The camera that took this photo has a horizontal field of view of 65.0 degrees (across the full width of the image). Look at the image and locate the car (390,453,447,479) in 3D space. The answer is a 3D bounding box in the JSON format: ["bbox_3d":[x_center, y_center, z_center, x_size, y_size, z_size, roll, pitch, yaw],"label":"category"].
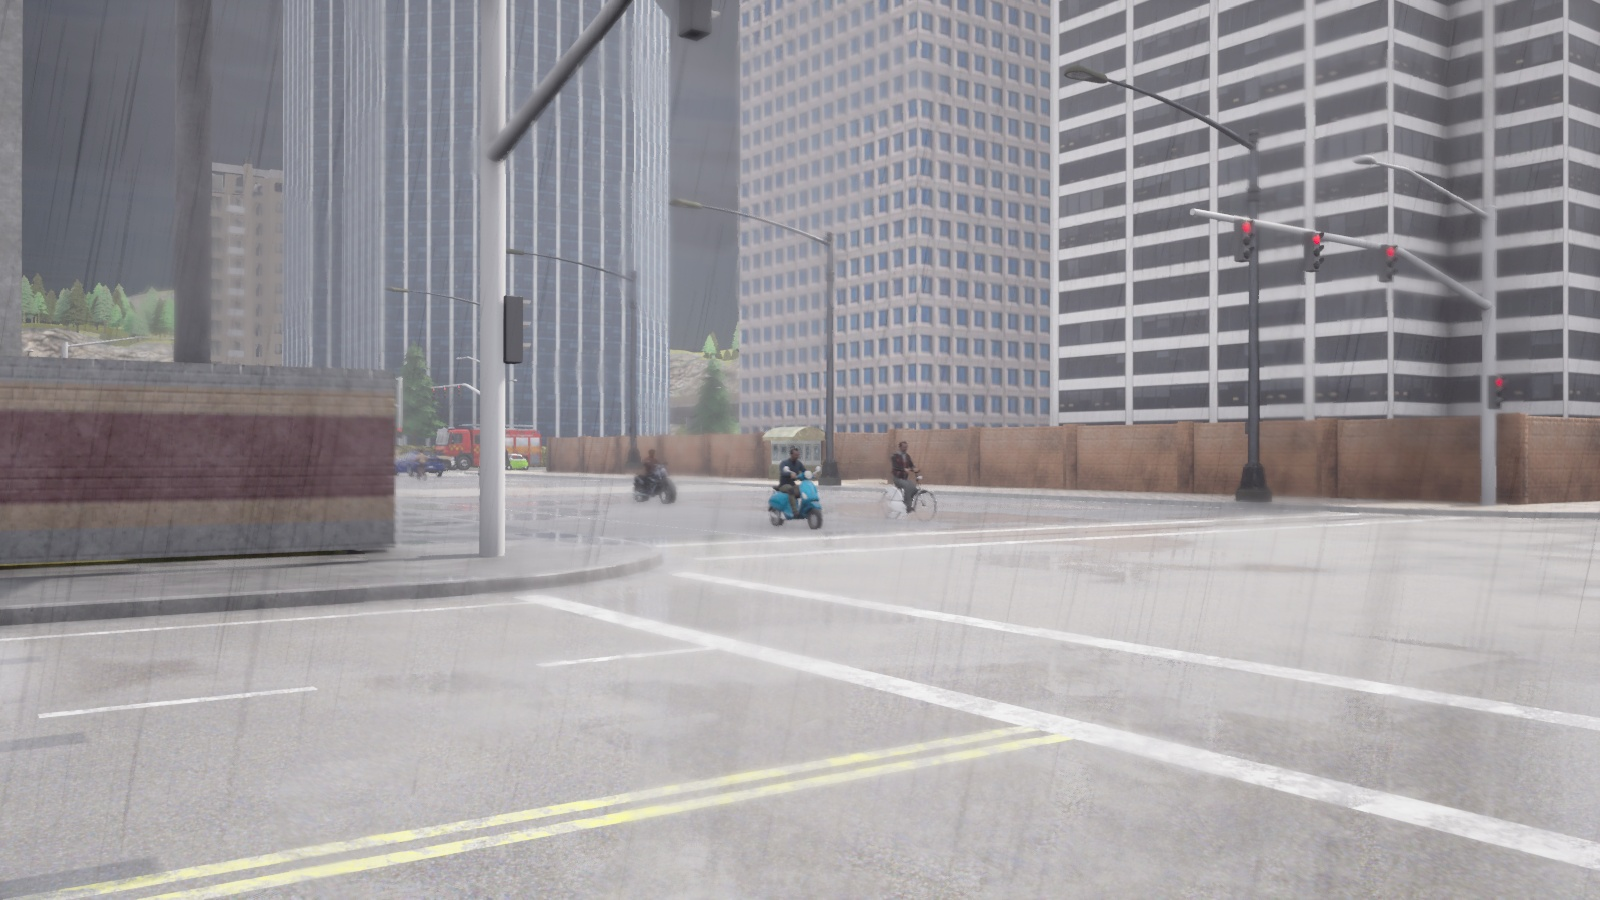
[{"bbox_3d":[-23.467,0.961,77.173,1.882,1.535,5.008,0,0,-35],"label":"car"}]

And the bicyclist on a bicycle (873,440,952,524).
[{"bbox_3d":[2.420,0.677,27.233,0.659,1.776,1.843,0,0,-35],"label":"bicyclist on a bicycle"}]

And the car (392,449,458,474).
[{"bbox_3d":[-28.389,0.854,95.049,4.605,1.855,1.932,0,0,-25],"label":"car"}]

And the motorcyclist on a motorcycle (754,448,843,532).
[{"bbox_3d":[-0.041,0.759,24.635,0.866,1.590,1.817,0,0,-35],"label":"motorcyclist on a motorcycle"}]

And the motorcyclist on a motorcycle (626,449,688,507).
[{"bbox_3d":[-4.217,0.794,36.875,0.766,1.649,2.350,0,0,-35],"label":"motorcyclist on a motorcycle"}]
